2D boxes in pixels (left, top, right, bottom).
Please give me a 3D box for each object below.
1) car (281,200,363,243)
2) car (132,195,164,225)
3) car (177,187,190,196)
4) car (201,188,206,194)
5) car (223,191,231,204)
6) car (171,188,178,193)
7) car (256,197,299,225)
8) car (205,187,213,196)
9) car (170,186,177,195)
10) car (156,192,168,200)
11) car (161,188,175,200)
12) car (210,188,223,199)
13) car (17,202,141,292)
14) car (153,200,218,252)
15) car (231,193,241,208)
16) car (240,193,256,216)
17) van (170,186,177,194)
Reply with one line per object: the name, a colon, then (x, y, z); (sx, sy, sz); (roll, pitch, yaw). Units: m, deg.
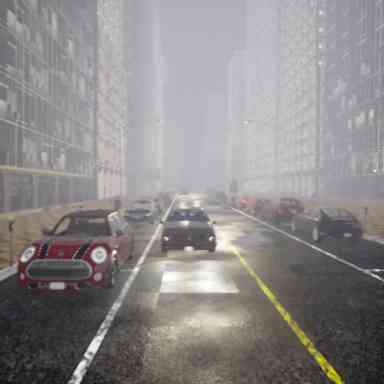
car: (5.592, 1.277, 14.256); (2.008, 1.369, 4.403); (1, 1, -2)
car: (-2.939, 1.092, 19.736); (2.008, 1.369, 4.403); (1, 1, -2)
car: (-1.522, -0.117, 66.768); (2.097, 1.767, 4.553); (0, 1, -2)
car: (3.907, -0.328, 76.792); (2.192, 1.841, 5.009); (1, 1, -2)
car: (4.979, 0.775, 36.998); (2.008, 1.369, 4.403); (1, 1, -2)
car: (-4.935, -0.519, 93.651); (2.008, 1.369, 4.403); (1, 1, -2)
car: (5.440, 1.041, 19.939); (1.967, 1.590, 4.097); (1, 1, -2)
car: (4.207, 0.126, 65.595); (1.752, 1.417, 4.829); (1, 1, -2)
car: (-4.474, -0.151, 76.593); (2.008, 1.369, 4.403); (1, 1, -2)
car: (-3.092, 0.960, 25.422); (1.887, 1.381, 4.507); (1, 1, -2)
car: (-3.553, 0.585, 42.479); (1.887, 1.381, 4.507); (1, 1, -2)
car: (4.518, 0.418, 54.054); (1.947, 1.339, 4.313); (1, 1, -2)
car: (-2.630, 1.233, 8.363); (1.967, 1.590, 4.097); (1, 1, -2)
car: (-0.162, 1.262, 12.717); (2.033, 1.411, 5.357); (0, 1, -2)
car: (5.132, 0.932, 31.314); (1.802, 1.307, 4.206); (1, 1, -2)
car: (5.286, 1.020, 25.627); (1.887, 1.381, 4.507); (1, 1, -2)
van: (-4.624, -0.484, 82.274); (1.690, 1.788, 3.998); (1, 1, -2)
